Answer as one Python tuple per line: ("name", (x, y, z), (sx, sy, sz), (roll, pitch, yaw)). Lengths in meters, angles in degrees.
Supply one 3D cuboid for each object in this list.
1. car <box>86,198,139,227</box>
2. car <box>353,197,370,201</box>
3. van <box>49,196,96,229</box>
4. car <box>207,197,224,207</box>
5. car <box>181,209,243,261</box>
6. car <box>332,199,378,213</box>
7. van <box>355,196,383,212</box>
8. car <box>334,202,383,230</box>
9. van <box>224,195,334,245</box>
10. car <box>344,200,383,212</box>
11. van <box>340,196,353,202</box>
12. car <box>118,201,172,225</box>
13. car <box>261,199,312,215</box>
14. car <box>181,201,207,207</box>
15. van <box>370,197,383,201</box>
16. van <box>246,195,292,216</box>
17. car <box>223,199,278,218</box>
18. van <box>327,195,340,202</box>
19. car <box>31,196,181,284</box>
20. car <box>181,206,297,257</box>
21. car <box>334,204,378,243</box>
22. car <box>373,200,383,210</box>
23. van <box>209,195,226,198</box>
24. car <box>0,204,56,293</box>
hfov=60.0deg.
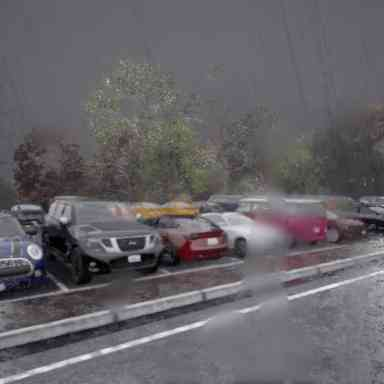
("car", (-5.870, 1.363, 24.095), (2.185, 1.767, 4.553), (0, 0, -35))
("car", (18.828, 1.466, 41.700), (2.435, 2.045, 5.566), (1, -1, -35))
("van", (-8.212, 1.256, 22.609), (1.878, 1.987, 4.442), (0, 0, -35))
("car", (0.883, 1.512, 28.939), (2.231, 1.521, 4.892), (0, 0, -35))
("car", (-0.737, 1.512, 11.767), (2.163, 1.488, 4.792), (0, 0, -35))
("car", (21.168, 1.771, 43.396), (2.097, 1.535, 5.008), (1, -1, -35))
("van", (25.510, 1.647, 46.640), (1.878, 1.987, 4.442), (1, -1, -35))
("car", (10.600, 1.548, 19.773), (2.163, 1.488, 4.792), (0, 0, -36))
("van", (3.734, 1.271, 15.060), (1.878, 1.987, 4.442), (0, 0, -35))
("car", (23.422, 1.863, 45.006), (2.002, 1.452, 4.674), (1, -1, -35))
("van", (16.488, 1.440, 40.210), (1.878, 1.987, 4.442), (1, -1, -35))
("car", (-3.732, 1.496, 25.652), (2.097, 1.535, 5.008), (0, 0, -35))
("car", (9.900, 1.539, 35.379), (2.097, 1.535, 5.008), (0, 0, -35))
("car", (-1.373, 1.503, 27.332), (2.097, 1.535, 5.008), (0, 0, -35))
("van", (15.174, 1.307, 22.926), (1.878, 1.987, 4.442), (0, 0, -35))
("van", (7.715, 1.307, 33.672), (1.878, 1.987, 4.442), (0, 0, -35))
("car", (5.500, 1.522, 32.010), (1.946, 1.575, 5.366), (0, 0, -36))
("van", (14.334, 1.390, 38.675), (1.878, 1.987, 4.442), (1, -1, -35))
("car", (-2.964, 1.224, 10.109), (2.435, 2.045, 5.566), (0, 0, -35))
("car", (1.539, 1.530, 13.356), (2.002, 1.452, 4.674), (0, 0, -35))
("car", (6.059, 1.504, 16.581), (2.097, 1.535, 5.008), (0, 0, -35))
("car", (30.190, 1.978, 49.825), (2.097, 1.535, 5.008), (1, -1, -35))
("van", (3.068, 1.292, 30.647), (1.878, 1.987, 4.442), (0, 0, -35))
("car", (-5.256, 1.345, 8.549), (2.185, 1.767, 4.553), (0, 0, -35))
